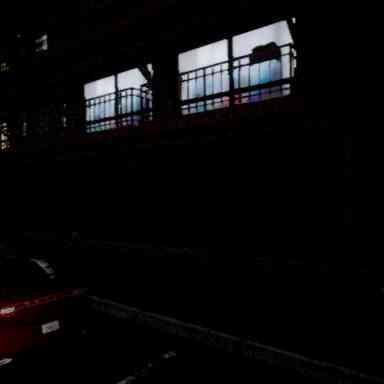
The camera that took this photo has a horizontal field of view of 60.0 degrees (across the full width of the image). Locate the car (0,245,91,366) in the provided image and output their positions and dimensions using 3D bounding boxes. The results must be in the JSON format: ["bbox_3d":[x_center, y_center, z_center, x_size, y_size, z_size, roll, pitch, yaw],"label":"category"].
[{"bbox_3d":[-3.567,1.539,5.434,4.507,1.381,1.887,0,-1,36],"label":"car"}]
